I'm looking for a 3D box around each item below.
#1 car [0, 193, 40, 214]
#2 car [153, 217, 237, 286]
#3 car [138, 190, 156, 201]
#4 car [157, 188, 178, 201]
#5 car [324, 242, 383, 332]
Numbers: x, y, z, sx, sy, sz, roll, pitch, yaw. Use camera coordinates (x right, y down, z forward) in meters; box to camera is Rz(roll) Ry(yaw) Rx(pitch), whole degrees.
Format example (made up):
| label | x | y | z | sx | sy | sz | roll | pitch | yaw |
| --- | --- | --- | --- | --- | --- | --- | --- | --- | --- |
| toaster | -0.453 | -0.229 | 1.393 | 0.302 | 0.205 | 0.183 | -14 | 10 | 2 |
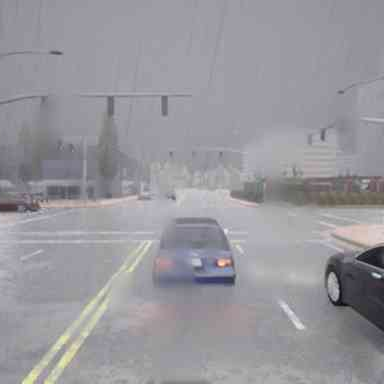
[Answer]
| label | x | y | z | sx | sy | sz | roll | pitch | yaw |
| --- | --- | --- | --- | --- | --- | --- | --- | --- | --- |
| car | -15.247 | 0.885 | 27.688 | 4.553 | 1.767 | 2.097 | 0 | 1 | 0 |
| car | 0.061 | 1.393 | 9.037 | 2.033 | 1.411 | 5.357 | 0 | 1 | 0 |
| car | -7.199 | 0.661 | 51.304 | 1.812 | 1.442 | 4.674 | 0 | 1 | 0 |
| car | -3.703 | 0.343 | 51.912 | 2.150 | 2.045 | 5.566 | 0 | 1 | 0 |
| car | 3.550 | 1.422 | 4.789 | 1.837 | 1.490 | 4.892 | 0 | 1 | 0 |
